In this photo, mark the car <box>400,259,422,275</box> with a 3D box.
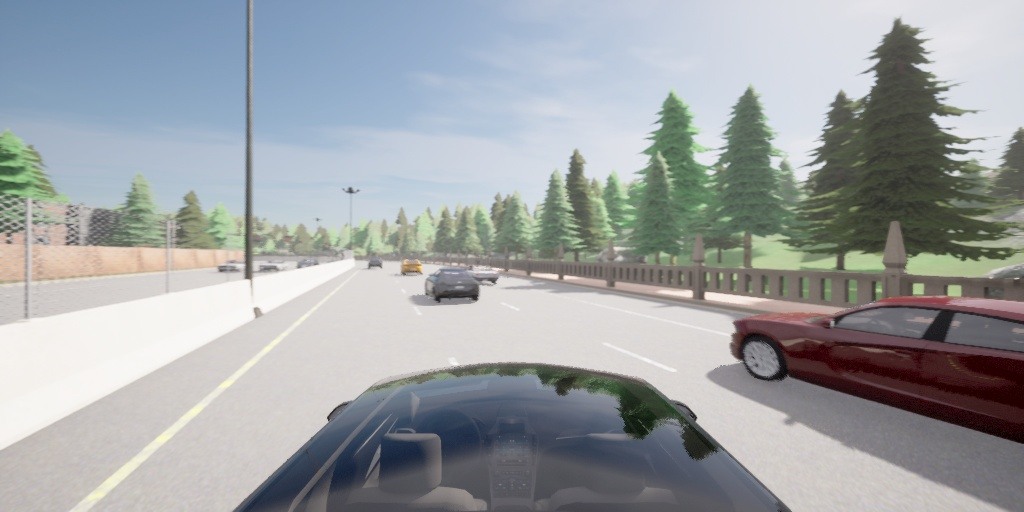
[{"bbox_3d":[-10.410,1.083,36.898,1.882,1.535,5.008,0,0,-21],"label":"car"}]

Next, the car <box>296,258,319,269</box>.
[{"bbox_3d":[-23.422,1.022,41.348,2.128,1.511,4.902,0,0,-20],"label":"car"}]

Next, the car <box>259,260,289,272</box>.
[{"bbox_3d":[-26.829,1.116,40.479,1.895,1.301,4.718,0,0,-20],"label":"car"}]

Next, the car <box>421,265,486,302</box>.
[{"bbox_3d":[-2.888,1.260,16.794,1.994,1.385,4.181,0,0,-21],"label":"car"}]

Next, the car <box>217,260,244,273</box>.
[{"bbox_3d":[-29.958,1.105,38.843,1.895,1.301,4.718,0,0,-20],"label":"car"}]

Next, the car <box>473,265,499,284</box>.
[{"bbox_3d":[-2.502,1.274,25.747,1.895,1.301,4.718,0,0,-21],"label":"car"}]

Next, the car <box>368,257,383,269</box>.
[{"bbox_3d":[-19.033,1.018,49.953,2.128,1.511,4.902,0,0,-21],"label":"car"}]

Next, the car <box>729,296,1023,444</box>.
[{"bbox_3d":[5.422,1.247,4.571,1.882,1.535,5.008,0,0,-21],"label":"car"}]
